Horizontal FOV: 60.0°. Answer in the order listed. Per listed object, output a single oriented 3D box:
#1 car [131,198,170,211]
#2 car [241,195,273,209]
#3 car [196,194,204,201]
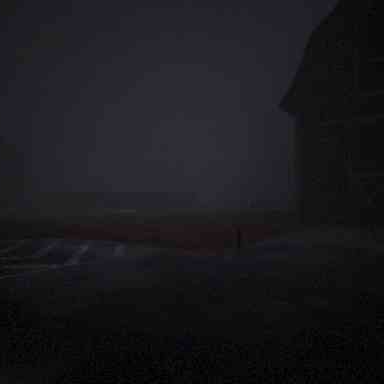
[{"bbox_3d":[-5.124,1.480,41.132,4.892,1.490,1.837,1,0,-34],"label":"car"},{"bbox_3d":[8.828,1.554,45.199,4.674,1.442,1.812,0,0,-26],"label":"car"},{"bbox_3d":[1.302,1.419,90.869,1.932,1.855,4.605,0,0,35],"label":"car"}]
